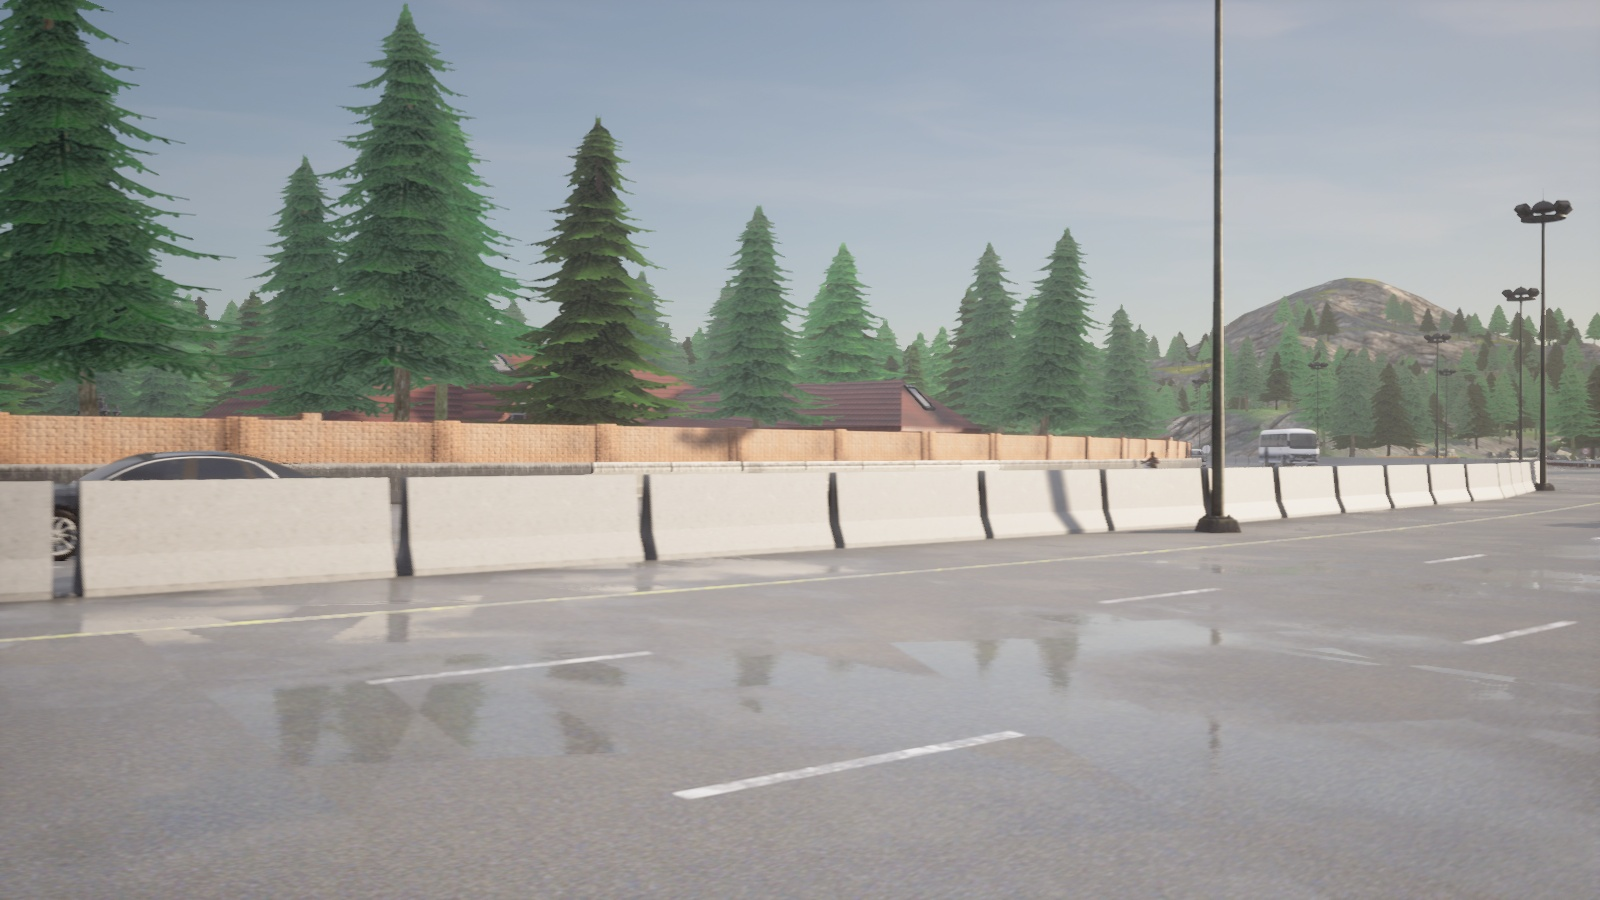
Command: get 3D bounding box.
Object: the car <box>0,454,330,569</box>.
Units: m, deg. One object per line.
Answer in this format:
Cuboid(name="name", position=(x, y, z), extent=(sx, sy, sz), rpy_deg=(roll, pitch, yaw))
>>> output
Cuboid(name="car", position=(-9.631, 0.819, 18.314), extent=(4.892, 1.490, 1.837), rpy_deg=(0, 0, -37))
